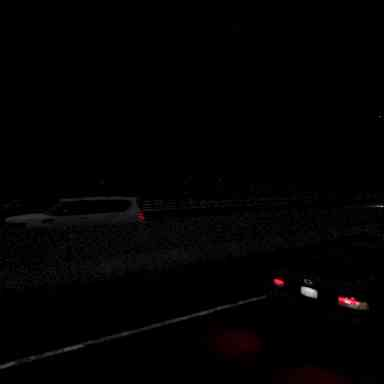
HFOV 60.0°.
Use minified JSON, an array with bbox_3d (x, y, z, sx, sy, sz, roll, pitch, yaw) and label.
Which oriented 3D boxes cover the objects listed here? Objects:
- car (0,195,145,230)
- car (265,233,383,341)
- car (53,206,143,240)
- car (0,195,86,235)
[{"bbox_3d":[-4.611,1.210,13.580,5.566,2.045,2.150,0,0,-35],"label":"car"},{"bbox_3d":[3.803,1.533,6.423,5.357,1.411,2.033,0,0,-35],"label":"car"},{"bbox_3d":[-4.925,1.545,17.633,4.181,1.385,1.994,0,0,-35],"label":"car"},{"bbox_3d":[-9.146,1.209,18.945,5.566,2.045,2.150,0,0,-35],"label":"car"}]
